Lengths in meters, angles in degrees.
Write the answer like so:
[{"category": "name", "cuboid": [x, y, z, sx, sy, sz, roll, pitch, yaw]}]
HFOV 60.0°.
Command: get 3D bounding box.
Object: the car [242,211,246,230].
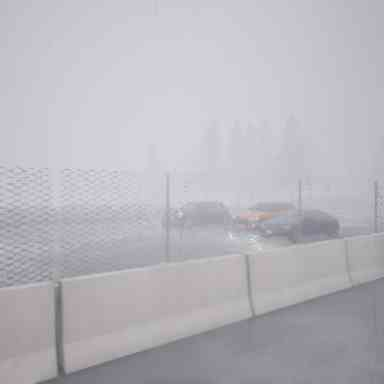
[{"category": "car", "cuboid": [4.572, 1.382, 20.088, 4.553, 1.767, 2.097, 0, 0, -35]}]
